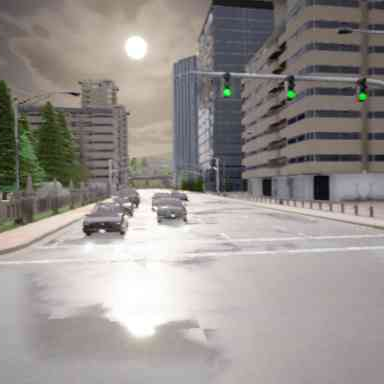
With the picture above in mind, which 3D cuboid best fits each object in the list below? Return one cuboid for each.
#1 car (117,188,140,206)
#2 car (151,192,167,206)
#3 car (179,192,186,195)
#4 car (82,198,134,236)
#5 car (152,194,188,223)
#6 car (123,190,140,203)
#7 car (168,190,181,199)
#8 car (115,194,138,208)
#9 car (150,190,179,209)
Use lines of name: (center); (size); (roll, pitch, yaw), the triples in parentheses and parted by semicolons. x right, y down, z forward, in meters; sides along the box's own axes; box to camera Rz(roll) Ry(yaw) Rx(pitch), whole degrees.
car: (-7.111, 0.635, 37.212); (2.150, 2.045, 5.566); (-1, 1, -8)
car: (-4.149, 0.808, 41.486); (1.837, 1.490, 4.892); (-1, 1, -8)
car: (-1.783, 0.694, 49.746); (1.994, 1.385, 4.181); (-1, 1, -8)
car: (-4.295, 1.285, 17.166); (2.033, 1.411, 5.357); (-1, 1, -8)
car: (-1.470, 1.121, 22.136); (1.837, 1.490, 4.892); (-1, 1, -8)
car: (-8.481, 0.605, 47.109); (2.097, 1.767, 4.553); (-1, 1, -8)
car: (-3.193, 0.476, 59.593); (1.837, 1.490, 4.892); (-1, 1, -8)
car: (-5.715, 1.124, 27.138); (2.033, 1.411, 5.357); (-1, 1, -8)
car: (-2.746, 0.823, 31.167); (2.097, 1.767, 4.553); (-1, 1, -8)
